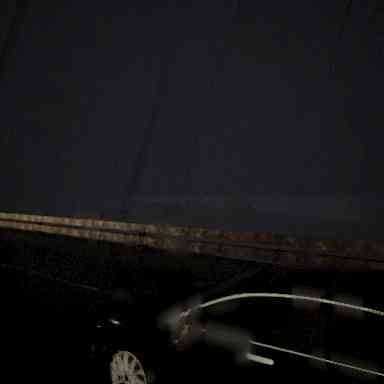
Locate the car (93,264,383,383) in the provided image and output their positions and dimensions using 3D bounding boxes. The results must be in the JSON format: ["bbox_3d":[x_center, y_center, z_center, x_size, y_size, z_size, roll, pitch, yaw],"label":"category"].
[{"bbox_3d":[1.066,1.504,3.248,4.892,1.490,1.837,0,0,36],"label":"car"}]
